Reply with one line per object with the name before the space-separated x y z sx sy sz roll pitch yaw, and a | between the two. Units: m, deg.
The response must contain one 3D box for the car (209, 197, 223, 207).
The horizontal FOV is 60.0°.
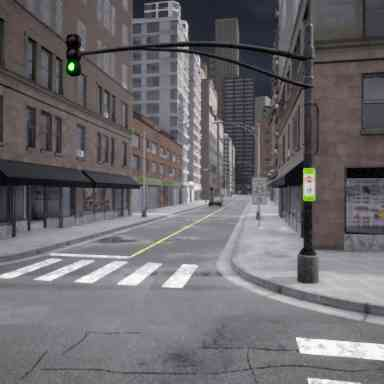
car | 3.728 1.468 51.205 1.882 1.535 5.008 0 0 11
